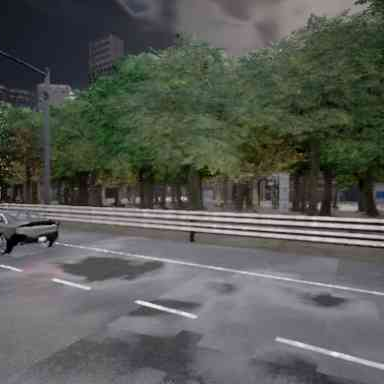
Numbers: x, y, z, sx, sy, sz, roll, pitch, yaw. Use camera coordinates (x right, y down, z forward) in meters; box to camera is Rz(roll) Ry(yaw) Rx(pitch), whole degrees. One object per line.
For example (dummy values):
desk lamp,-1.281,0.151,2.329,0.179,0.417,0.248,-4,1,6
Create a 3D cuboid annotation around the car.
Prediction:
car,-7.388,1.492,13.433,4.902,1.511,2.128,0,0,35
